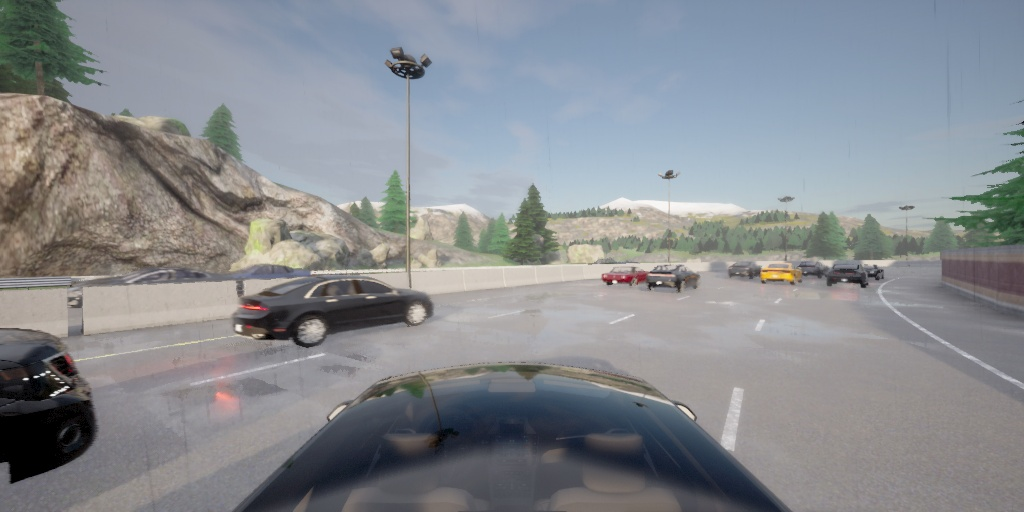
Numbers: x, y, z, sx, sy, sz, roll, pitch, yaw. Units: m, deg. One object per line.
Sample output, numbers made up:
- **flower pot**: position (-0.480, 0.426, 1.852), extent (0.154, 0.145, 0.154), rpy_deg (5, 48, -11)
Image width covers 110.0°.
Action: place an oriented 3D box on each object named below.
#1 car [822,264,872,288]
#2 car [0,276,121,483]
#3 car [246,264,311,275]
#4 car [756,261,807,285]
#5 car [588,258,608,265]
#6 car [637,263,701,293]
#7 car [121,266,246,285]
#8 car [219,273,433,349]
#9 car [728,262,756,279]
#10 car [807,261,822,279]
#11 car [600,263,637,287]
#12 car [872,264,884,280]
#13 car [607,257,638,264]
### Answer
- **car**: position (22.501, 1.255, 24.011), extent (4.892, 1.490, 1.837), rpy_deg (0, 0, -43)
- **car**: position (-5.609, 0.972, 1.146), extent (2.150, 2.045, 5.566), rpy_deg (0, 0, 32)
- **car**: position (-15.995, 1.297, 23.338), extent (2.033, 1.411, 5.357), rpy_deg (0, 0, 37)
- **car**: position (19.817, 1.228, 26.289), extent (5.008, 1.535, 1.882), rpy_deg (0, 0, -44)
- **car**: position (12.142, 1.024, 47.786), extent (4.553, 1.767, 2.097), rpy_deg (0, 0, -40)
- **car**: position (9.446, 1.239, 20.838), extent (2.128, 1.511, 4.902), rpy_deg (0, 0, 42)
- **car**: position (-13.928, 1.241, 14.156), extent (2.128, 1.511, 4.902), rpy_deg (0, 0, 35)
- **car**: position (-4.254, 1.253, 9.392), extent (1.837, 1.490, 4.892), rpy_deg (0, -1, 35)
- **car**: position (21.046, 1.241, 32.098), extent (4.902, 1.511, 2.128), rpy_deg (0, 0, -41)
- **car**: position (27.777, 1.241, 33.140), extent (4.902, 1.511, 2.128), rpy_deg (0, 0, -39)
- **car**: position (8.066, 1.351, 24.516), extent (1.895, 1.301, 4.718), rpy_deg (0, 0, 43)
- **car**: position (30.455, 1.351, 30.826), extent (4.718, 1.301, 1.895), rpy_deg (0, 0, -39)
- **car**: position (14.350, 1.108, 45.070), extent (4.181, 1.385, 1.994), rpy_deg (0, 0, -40)
